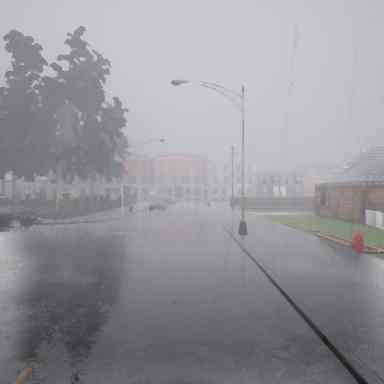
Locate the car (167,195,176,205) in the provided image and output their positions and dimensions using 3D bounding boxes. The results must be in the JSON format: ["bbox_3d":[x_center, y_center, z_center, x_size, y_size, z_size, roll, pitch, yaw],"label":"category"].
[{"bbox_3d":[-3.873,1.353,57.506,2.097,1.767,4.553,0,0,0],"label":"car"}]

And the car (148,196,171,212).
[{"bbox_3d":[-4.010,1.547,39.787,2.033,1.411,5.357,0,0,0],"label":"car"}]

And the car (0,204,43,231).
[{"bbox_3d":[-11.678,1.478,20.006,5.008,1.535,1.882,0,1,-3],"label":"car"}]
